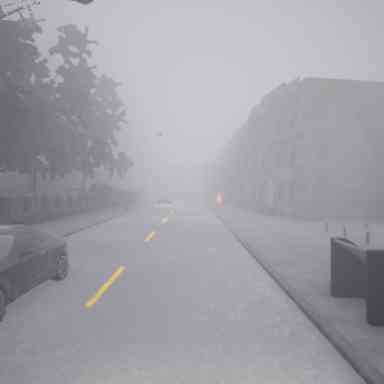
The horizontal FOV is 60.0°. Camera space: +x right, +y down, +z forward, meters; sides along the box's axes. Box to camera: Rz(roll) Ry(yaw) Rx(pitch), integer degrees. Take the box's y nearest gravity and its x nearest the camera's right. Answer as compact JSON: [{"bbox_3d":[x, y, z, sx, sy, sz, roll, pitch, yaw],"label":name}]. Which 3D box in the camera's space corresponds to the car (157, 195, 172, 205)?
[{"bbox_3d":[-4.107,1.193,49.711,1.994,1.385,4.181,0,0,0],"label":"car"}]

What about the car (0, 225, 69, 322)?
[{"bbox_3d":[-4.087,1.473,6.941,1.812,1.442,4.674,0,0,0],"label":"car"}]
